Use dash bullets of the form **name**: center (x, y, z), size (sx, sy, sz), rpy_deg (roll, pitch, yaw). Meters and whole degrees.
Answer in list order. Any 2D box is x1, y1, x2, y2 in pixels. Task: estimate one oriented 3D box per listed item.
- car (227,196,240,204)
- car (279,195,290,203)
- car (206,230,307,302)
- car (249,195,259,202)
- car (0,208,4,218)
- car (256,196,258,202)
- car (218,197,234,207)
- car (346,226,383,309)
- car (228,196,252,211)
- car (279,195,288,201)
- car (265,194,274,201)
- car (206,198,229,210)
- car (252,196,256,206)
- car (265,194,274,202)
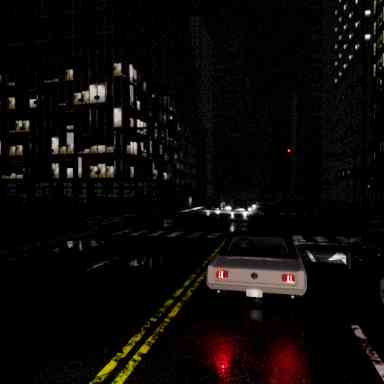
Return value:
- **car**: center (7.923, 1.460, 63.175), size (1.837, 1.490, 4.892), rpy_deg (0, 0, 14)
- **car**: center (19.520, 1.474, 69.640), size (2.033, 1.411, 5.357), rpy_deg (0, 0, 13)
- **car**: center (1.709, 1.597, 8.353), size (1.895, 1.301, 4.718), rpy_deg (0, 0, 14)
- **car**: center (13.628, 1.474, 72.978), size (2.033, 1.411, 5.357), rpy_deg (0, 0, 13)
- **car**: center (-17.310, 1.434, 26.693), size (4.313, 1.339, 1.947), rpy_deg (1, 1, 14)
- **car**: center (10.415, 1.558, 59.663), size (1.895, 1.301, 4.718), rpy_deg (0, 0, 14)
- **car**: center (5.485, 1.567, 53.048), size (1.895, 1.301, 4.718), rpy_deg (0, 0, 13)
- **car**: center (4.838, 1.501, 7.449), size (1.837, 1.490, 4.892), rpy_deg (0, 0, 13)
- **car**: center (5.918, 1.503, 40.739), size (1.812, 1.442, 4.674), rpy_deg (0, 0, 13)
- **car**: center (21.920, 1.355, 79.808), size (1.895, 1.301, 4.718), rpy_deg (0, 0, 13)
- **car**: center (18.750, 1.286, 80.526), size (2.128, 1.511, 4.902), rpy_deg (0, 0, 13)
- **car**: center (3.151, 1.524, 43.182), size (2.033, 1.411, 5.357), rpy_deg (0, 0, 13)
- **car**: center (8.043, 1.460, 49.739), size (2.128, 1.511, 4.902), rpy_deg (0, 0, 13)
- **car**: center (16.459, 1.530, 70.823), size (1.895, 1.301, 4.718), rpy_deg (0, 0, 13)
